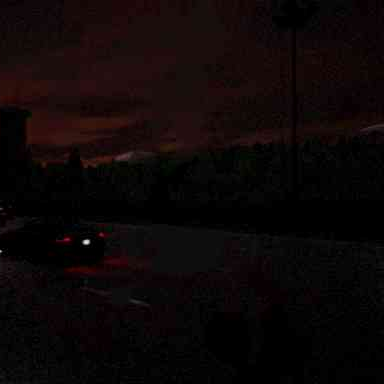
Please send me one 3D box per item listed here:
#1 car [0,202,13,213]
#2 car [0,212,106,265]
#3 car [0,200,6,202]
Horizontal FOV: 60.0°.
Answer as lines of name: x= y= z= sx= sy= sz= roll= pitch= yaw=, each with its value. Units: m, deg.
car: x=-14.454 y=1.607 z=22.872 sx=4.674 sy=1.442 sz=1.812 roll=0 pitch=0 yaw=35
car: x=-5.031 y=1.597 z=11.870 sx=4.181 sy=1.385 sz=1.994 roll=0 pitch=0 yaw=35
car: x=-18.023 y=1.457 z=29.710 sx=4.553 sy=1.767 sz=2.097 roll=0 pitch=0 yaw=35
